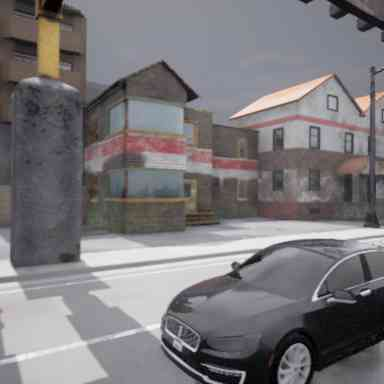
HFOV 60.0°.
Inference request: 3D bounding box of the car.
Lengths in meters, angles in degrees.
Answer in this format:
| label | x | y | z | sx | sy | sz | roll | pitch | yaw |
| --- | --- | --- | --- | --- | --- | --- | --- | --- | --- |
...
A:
| label | x | y | z | sx | sy | sz | roll | pitch | yaw |
| --- | --- | --- | --- | --- | --- | --- | --- | --- | --- |
| car | 1.870 | 1.547 | 5.175 | 4.892 | 1.490 | 1.837 | 1 | 0 | -33 |
